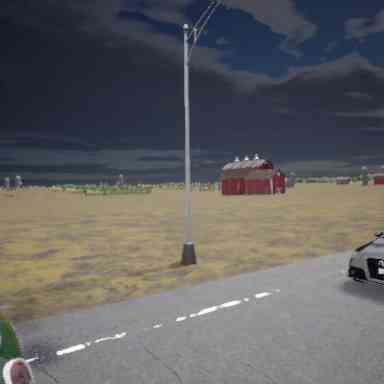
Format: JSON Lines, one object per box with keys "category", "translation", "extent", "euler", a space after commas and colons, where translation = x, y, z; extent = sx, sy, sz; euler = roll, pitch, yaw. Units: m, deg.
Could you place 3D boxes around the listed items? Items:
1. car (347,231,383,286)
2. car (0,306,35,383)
{"category": "car", "translation": [5.637, 1.459, 8.114], "extent": [4.181, 1.385, 1.994], "euler": [-1, 0, -37]}
{"category": "car", "translation": [-3.245, 1.398, 1.635], "extent": [4.553, 1.767, 2.097], "euler": [-1, 0, -36]}
